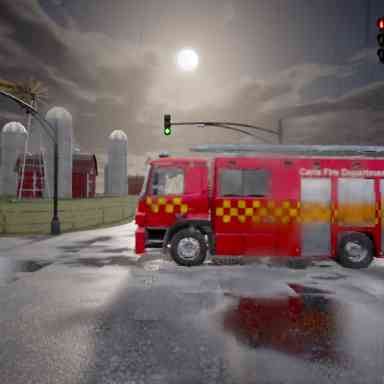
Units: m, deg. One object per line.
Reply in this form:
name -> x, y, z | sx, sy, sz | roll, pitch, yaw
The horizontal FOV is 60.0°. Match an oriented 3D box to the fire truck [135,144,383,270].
fire truck -> 2.498, 0.429, 11.336 | 8.468, 3.827, 2.891 | 1, -1, 0
